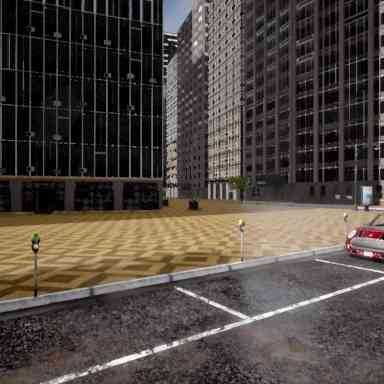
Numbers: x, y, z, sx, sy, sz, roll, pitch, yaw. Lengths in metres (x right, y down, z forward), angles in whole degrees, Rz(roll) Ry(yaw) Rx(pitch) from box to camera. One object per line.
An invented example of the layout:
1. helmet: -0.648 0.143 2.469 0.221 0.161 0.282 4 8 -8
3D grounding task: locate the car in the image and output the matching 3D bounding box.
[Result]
1. car: 7.205 1.437 11.691 4.097 1.590 1.967 0 0 -35
